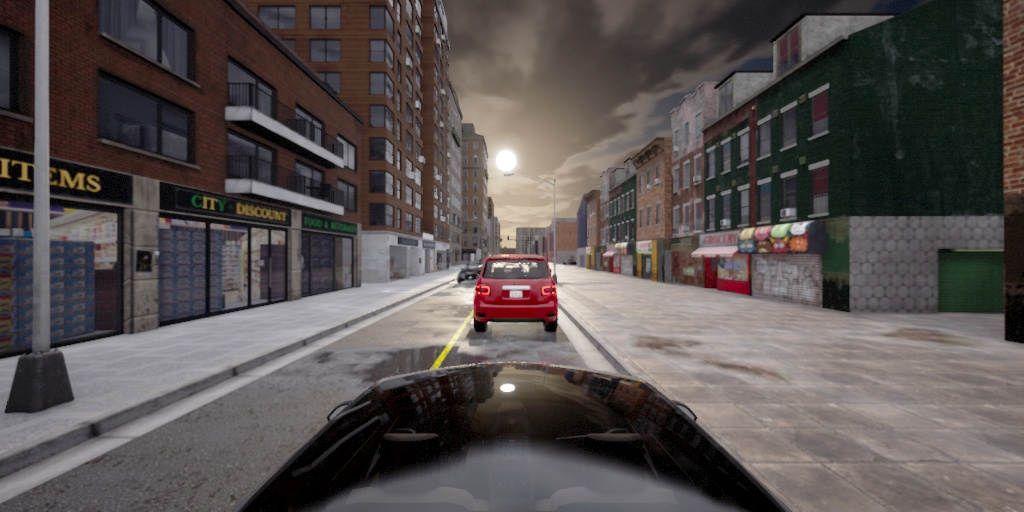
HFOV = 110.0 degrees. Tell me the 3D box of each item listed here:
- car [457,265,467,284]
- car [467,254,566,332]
[{"bbox_3d":[-2.879,1.316,26.828,1.994,1.385,4.181,0,0,0],"label":"car"},{"bbox_3d":[0.091,0.973,10.963,2.150,2.045,5.566,0,0,0],"label":"car"}]
